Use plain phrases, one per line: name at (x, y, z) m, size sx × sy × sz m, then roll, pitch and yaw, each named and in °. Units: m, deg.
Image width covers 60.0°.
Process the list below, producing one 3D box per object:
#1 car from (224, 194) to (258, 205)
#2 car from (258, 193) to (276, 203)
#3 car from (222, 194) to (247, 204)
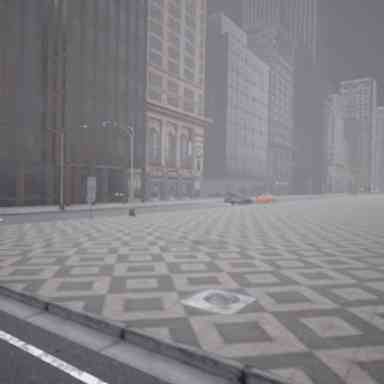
car at (7.267, 1.197, 49.141) m, size 2.033 × 1.411 × 5.357 m, roll 2°, pitch 1°, yaw 35°
car at (12.733, 0.958, 57.093) m, size 2.097 × 1.767 × 4.553 m, roll 2°, pitch 1°, yaw 35°
car at (6.955, 1.061, 54.043) m, size 1.837 × 1.490 × 4.892 m, roll 2°, pitch 1°, yaw 35°
